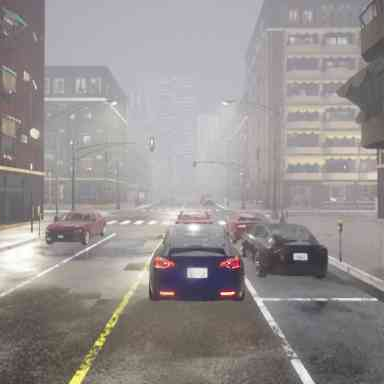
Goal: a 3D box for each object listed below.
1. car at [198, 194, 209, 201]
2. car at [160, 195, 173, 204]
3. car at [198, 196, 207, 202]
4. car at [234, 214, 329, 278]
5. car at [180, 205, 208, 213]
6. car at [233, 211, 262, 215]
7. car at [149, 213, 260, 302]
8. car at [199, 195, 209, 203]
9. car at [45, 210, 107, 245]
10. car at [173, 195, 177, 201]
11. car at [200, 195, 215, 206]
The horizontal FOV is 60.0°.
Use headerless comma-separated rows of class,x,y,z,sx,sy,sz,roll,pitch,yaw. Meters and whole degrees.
car,2.602,1.353,63.630,2.192,1.841,5.009,1,0,0
car,-5.330,1.590,65.051,2.008,1.369,4.403,1,0,0
car,2.565,1.627,82.132,1.947,1.339,4.313,1,0,0
car,2.572,1.568,9.957,1.947,1.339,4.313,1,0,0
car,0.093,1.605,18.063,1.895,1.301,4.718,0,0,0
car,2.572,1.548,15.628,1.887,1.381,4.507,1,0,0
car,0.100,1.505,8.340,2.163,1.488,4.792,0,0,0
car,2.567,1.486,70.753,1.967,1.590,4.097,1,0,0
car,-5.275,1.548,15.599,1.887,1.381,4.507,1,0,0
car,-5.316,1.614,87.810,1.887,1.381,4.507,1,0,0
car,2.698,1.572,53.684,1.887,1.381,4.507,1,0,0
